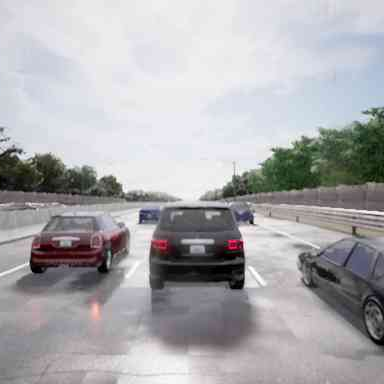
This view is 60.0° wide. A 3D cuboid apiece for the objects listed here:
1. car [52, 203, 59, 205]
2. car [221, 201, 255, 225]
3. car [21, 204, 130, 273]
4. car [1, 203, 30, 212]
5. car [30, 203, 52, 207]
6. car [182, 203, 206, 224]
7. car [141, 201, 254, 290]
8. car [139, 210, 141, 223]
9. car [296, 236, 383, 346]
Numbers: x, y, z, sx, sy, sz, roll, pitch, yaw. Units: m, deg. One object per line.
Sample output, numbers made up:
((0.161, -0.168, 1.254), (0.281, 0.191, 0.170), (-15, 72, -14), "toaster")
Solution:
((-14.019, 2.129, 38.518), (1.895, 1.301, 4.718), (0, -1, 0), "car")
((3.655, 1.623, 27.058), (2.097, 1.767, 4.553), (0, -1, 0), "car")
((-3.374, 1.396, 10.919), (2.097, 1.767, 4.553), (0, 0, -1), "car")
((-21.011, 2.074, 40.206), (1.837, 1.490, 4.892), (0, -2, 0), "car")
((-17.510, 2.082, 41.112), (2.128, 1.511, 4.902), (0, -1, 0), "car")
((0.159, 1.777, 28.501), (1.882, 1.535, 5.008), (0, -1, 0), "car")
((0.118, 1.254, 9.324), (2.150, 2.045, 5.566), (0, 0, 0), "car")
((-3.342, 1.777, 28.515), (1.882, 1.535, 5.008), (0, -1, 0), "car")
((3.608, 1.563, 6.275), (2.033, 1.411, 5.357), (0, 0, 0), "car")
